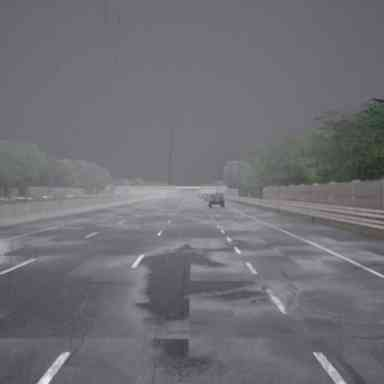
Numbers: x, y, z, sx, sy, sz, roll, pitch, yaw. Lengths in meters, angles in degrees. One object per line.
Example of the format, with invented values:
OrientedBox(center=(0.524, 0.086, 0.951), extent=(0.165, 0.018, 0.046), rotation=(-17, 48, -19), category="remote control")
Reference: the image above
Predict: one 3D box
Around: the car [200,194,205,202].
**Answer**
OrientedBox(center=(3.494, 1.521, 74.758), extent=(1.895, 1.301, 4.718), rotation=(0, 0, 0), category="car")

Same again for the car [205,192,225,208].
OrientedBox(center=(3.496, 1.183, 48.246), extent=(2.150, 2.045, 5.566), rotation=(0, 0, 0), category="car")
